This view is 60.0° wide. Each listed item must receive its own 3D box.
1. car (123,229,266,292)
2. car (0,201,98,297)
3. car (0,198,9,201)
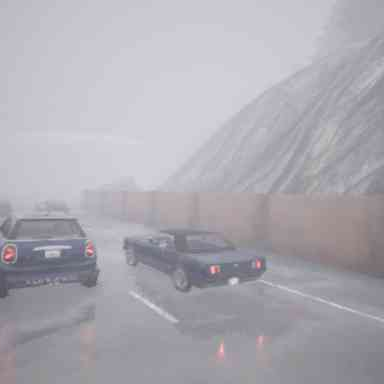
[{"bbox_3d":[-0.268,1.671,9.269,1.895,1.301,4.718,2,-1,-33],"label":"car"},{"bbox_3d":[-4.051,1.278,8.676,2.097,1.767,4.553,2,-1,-33],"label":"car"},{"bbox_3d":[-14.197,1.165,24.204,1.882,1.535,5.008,2,0,-32],"label":"car"}]
